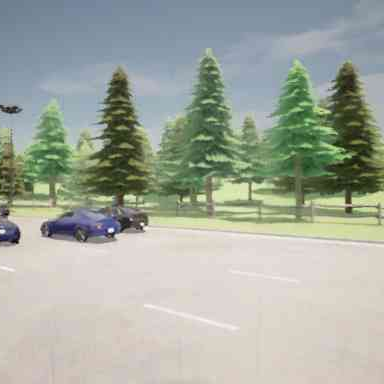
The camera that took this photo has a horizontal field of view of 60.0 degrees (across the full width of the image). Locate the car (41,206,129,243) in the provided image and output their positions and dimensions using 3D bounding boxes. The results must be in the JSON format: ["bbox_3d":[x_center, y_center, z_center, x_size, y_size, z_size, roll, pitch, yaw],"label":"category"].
[{"bbox_3d":[-5.582,1.600,16.566,4.674,1.442,1.812,0,0,36],"label":"car"}]

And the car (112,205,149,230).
[{"bbox_3d":[-4.794,1.588,20.307,4.892,1.490,1.837,0,0,36],"label":"car"}]

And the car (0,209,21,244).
[{"bbox_3d":[-9.668,1.652,15.185,4.181,1.385,1.994,0,0,36],"label":"car"}]

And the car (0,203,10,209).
[{"bbox_3d":[-18.275,1.662,29.927,4.902,1.511,2.128,0,0,36],"label":"car"}]
